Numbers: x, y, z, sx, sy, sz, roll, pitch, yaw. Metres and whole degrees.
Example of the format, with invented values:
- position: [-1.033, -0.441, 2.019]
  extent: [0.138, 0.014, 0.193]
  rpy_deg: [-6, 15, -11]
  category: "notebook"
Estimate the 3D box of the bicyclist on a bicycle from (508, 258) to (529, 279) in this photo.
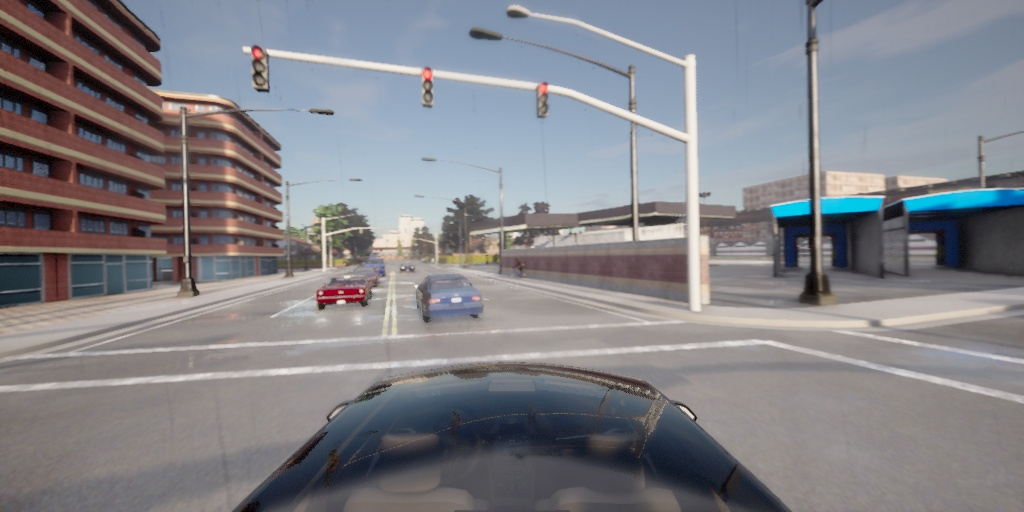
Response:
- position: [0.492, 0.975, 27.344]
  extent: [1.656, 1.620, 0.582]
  rpy_deg: [-2, 0, -18]
  category: "bicyclist on a bicycle"

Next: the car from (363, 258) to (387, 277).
- position: [-14.952, 1.212, 39.168]
  extent: [2.150, 2.045, 5.566]
  rpy_deg: [-1, 1, -18]
  category: "car"

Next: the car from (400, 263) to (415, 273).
- position: [-14.223, 1.546, 48.630]
  extent: [1.895, 1.301, 4.718]
  rpy_deg: [-1, 0, -18]
  category: "car"

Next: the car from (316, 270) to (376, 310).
- position: [-7.355, 1.499, 16.083]
  extent: [1.895, 1.301, 4.718]
  rpy_deg: [-1, 0, -18]
  category: "car"

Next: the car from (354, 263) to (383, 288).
- position: [-10.543, 1.465, 25.756]
  extent: [1.812, 1.442, 4.674]
  rpy_deg: [-1, 0, -18]
  category: "car"

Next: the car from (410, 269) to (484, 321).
- position: [-2.391, 1.340, 12.826]
  extent: [2.033, 1.411, 5.357]
  rpy_deg: [-1, 0, -18]
  category: "car"
